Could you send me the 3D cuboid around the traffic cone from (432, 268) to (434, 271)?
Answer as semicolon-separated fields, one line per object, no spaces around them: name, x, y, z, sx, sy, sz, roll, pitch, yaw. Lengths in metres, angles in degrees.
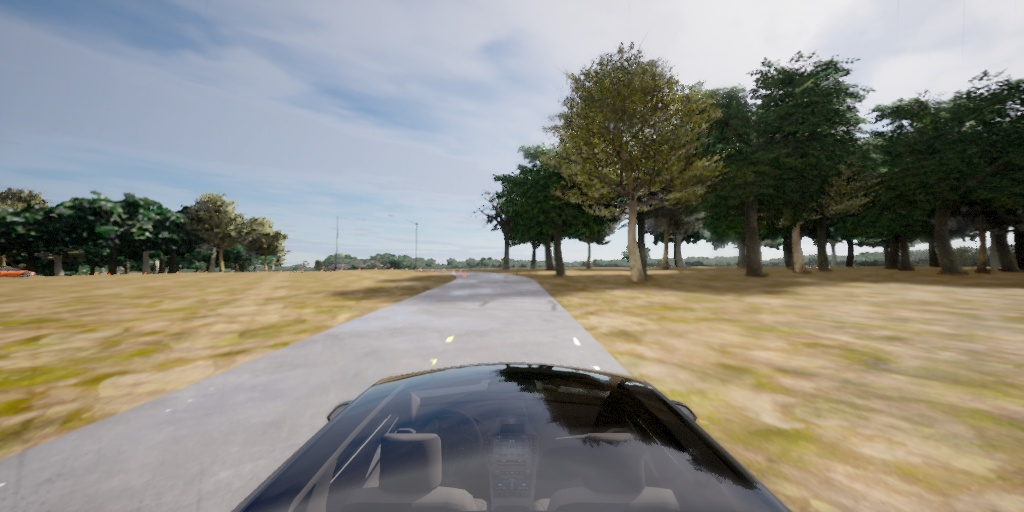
traffic cone;-12.126;2.016;55.068;0.340;0.580;0.340;0;0;-34

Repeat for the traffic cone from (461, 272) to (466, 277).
traffic cone;-4.964;1.884;37.735;0.340;0.580;0.340;0;0;-10

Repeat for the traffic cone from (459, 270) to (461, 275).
traffic cone;-6.065;1.916;42.326;0.340;0.580;0.340;0;0;-17

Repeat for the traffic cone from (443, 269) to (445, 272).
traffic cone;-9.665;1.971;51.042;0.340;0.580;0.340;0;0;-28
